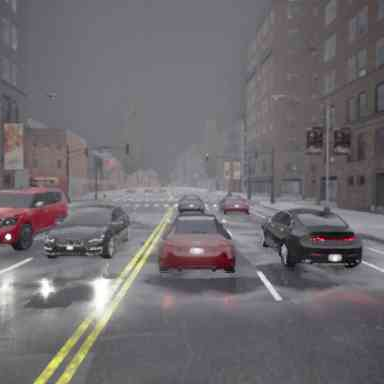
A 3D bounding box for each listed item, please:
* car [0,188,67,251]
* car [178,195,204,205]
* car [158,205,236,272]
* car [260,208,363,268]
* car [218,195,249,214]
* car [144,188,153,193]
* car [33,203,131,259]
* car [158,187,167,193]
[{"bbox_3d":[-6.546,0.888,12.726,2.150,2.045,5.566,0,1,0],"label":"car"},{"bbox_3d":[-0.076,0.921,25.824,1.994,1.385,4.181,0,1,-1],"label":"car"},{"bbox_3d":[0.122,1.314,9.880,1.994,1.385,4.181,0,2,0],"label":"car"},{"bbox_3d":[3.381,1.251,10.265,1.837,1.490,4.892,0,1,0],"label":"car"},{"bbox_3d":[3.174,0.927,25.874,1.994,1.385,4.181,0,1,-1],"label":"car"},{"bbox_3d":[-10.370,-0.393,79.881,1.994,1.385,4.181,0,1,-5],"label":"car"},{"bbox_3d":[-3.297,1.212,11.371,1.837,1.490,4.892,0,1,0],"label":"car"},{"bbox_3d":[-7.132,-0.466,80.156,1.882,1.535,5.008,0,1,-5],"label":"car"}]
